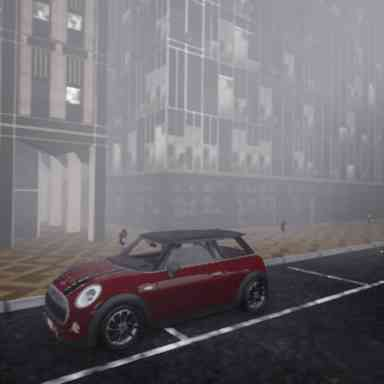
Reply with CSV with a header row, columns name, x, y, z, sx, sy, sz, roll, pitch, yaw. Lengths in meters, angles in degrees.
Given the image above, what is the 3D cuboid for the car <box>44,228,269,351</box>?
name,x,y,z,sx,sy,sz,roll,pitch,yaw
car,-0.510,1.471,6.190,4.097,1.590,1.967,1,0,-36
